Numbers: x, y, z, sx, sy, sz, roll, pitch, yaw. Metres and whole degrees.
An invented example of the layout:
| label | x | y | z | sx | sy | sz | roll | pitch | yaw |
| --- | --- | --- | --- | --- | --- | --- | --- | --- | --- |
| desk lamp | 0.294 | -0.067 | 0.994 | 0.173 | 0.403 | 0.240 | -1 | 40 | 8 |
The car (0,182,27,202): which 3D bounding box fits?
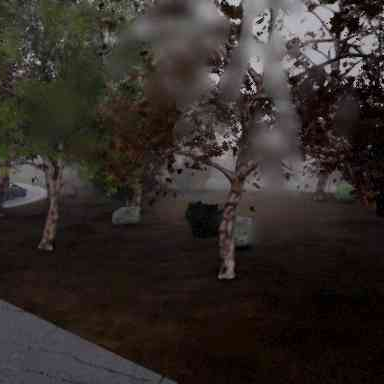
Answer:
| label | x | y | z | sx | sy | sz | roll | pitch | yaw |
| --- | --- | --- | --- | --- | --- | --- | --- | --- | --- |
| car | -15.214 | -0.119 | 27.261 | 1.812 | 1.442 | 4.674 | 5 | 4 | -5 |
